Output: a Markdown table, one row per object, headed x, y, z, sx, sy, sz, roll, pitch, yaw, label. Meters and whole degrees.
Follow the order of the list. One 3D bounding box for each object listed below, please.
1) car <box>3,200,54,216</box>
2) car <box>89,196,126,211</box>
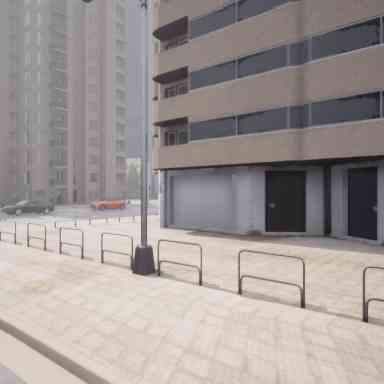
| x | y | z | sx | sy | sz | roll | pitch | yaw | label |
| --- | --- | --- | --- | --- | --- | --- | --- | --- | --- |
| -16.681 | 1.560 | 34.146 | 1.837 | 1.490 | 4.892 | 0 | 0 | 39 | car |
| -10.623 | 1.407 | 41.737 | 2.097 | 1.767 | 4.553 | 0 | 0 | 39 | car |
